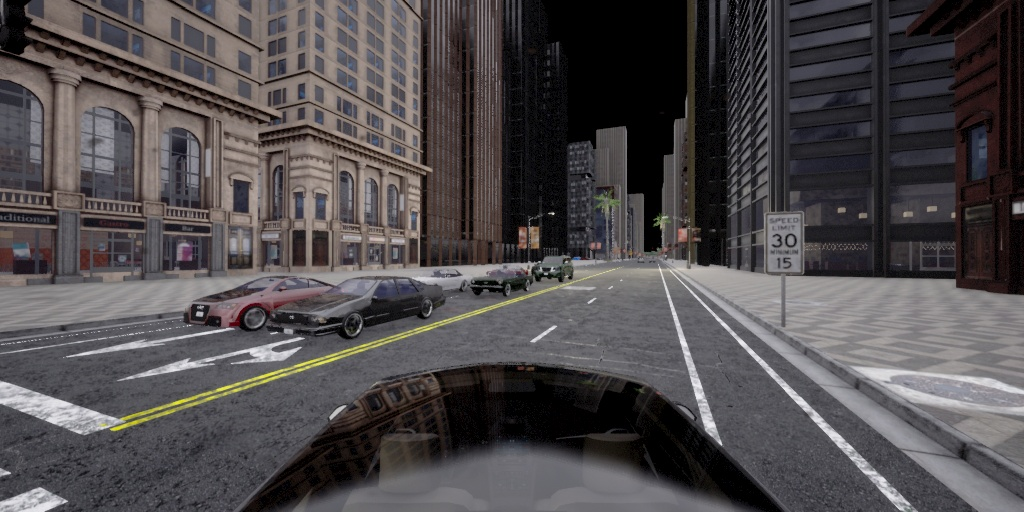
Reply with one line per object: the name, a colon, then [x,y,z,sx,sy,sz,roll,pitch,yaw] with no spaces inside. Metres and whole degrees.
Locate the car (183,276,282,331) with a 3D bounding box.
car: [-7.285,1.315,11.069,1.994,1.385,4.181,0,0,22]

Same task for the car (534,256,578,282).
car: [3.555,0.986,29.318,2.150,2.045,5.566,0,0,22]

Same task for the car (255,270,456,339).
car: [-4.016,1.299,10.497,2.033,1.411,5.357,0,0,22]

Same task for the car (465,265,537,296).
car: [-0.439,1.357,19.394,1.895,1.301,4.718,0,0,22]

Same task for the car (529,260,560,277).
car: [3.538,1.250,37.897,1.882,1.535,5.008,0,0,22]

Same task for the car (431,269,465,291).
car: [-4.021,1.356,19.200,1.895,1.301,4.718,0,0,22]

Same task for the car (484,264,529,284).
car: [-0.304,1.364,28.442,1.895,1.301,4.718,0,0,22]
